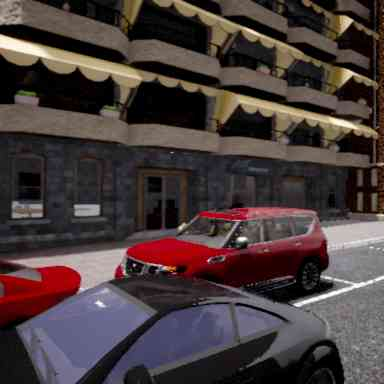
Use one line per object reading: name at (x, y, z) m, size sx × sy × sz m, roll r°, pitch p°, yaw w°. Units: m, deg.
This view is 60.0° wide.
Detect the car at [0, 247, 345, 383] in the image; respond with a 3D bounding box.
car at (-0.502, 1.561, 3.011) m, size 4.181 × 1.385 × 1.994 m, roll 0°, pitch 0°, yaw -35°

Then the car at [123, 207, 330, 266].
car at (0.938, 1.304, 7.210) m, size 5.009 × 1.841 × 2.192 m, roll 0°, pitch 1°, yaw -35°

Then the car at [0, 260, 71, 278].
car at (-3.597, 1.547, 3.981) m, size 4.507 × 1.381 × 1.887 m, roll 0°, pitch 1°, yaw -35°
